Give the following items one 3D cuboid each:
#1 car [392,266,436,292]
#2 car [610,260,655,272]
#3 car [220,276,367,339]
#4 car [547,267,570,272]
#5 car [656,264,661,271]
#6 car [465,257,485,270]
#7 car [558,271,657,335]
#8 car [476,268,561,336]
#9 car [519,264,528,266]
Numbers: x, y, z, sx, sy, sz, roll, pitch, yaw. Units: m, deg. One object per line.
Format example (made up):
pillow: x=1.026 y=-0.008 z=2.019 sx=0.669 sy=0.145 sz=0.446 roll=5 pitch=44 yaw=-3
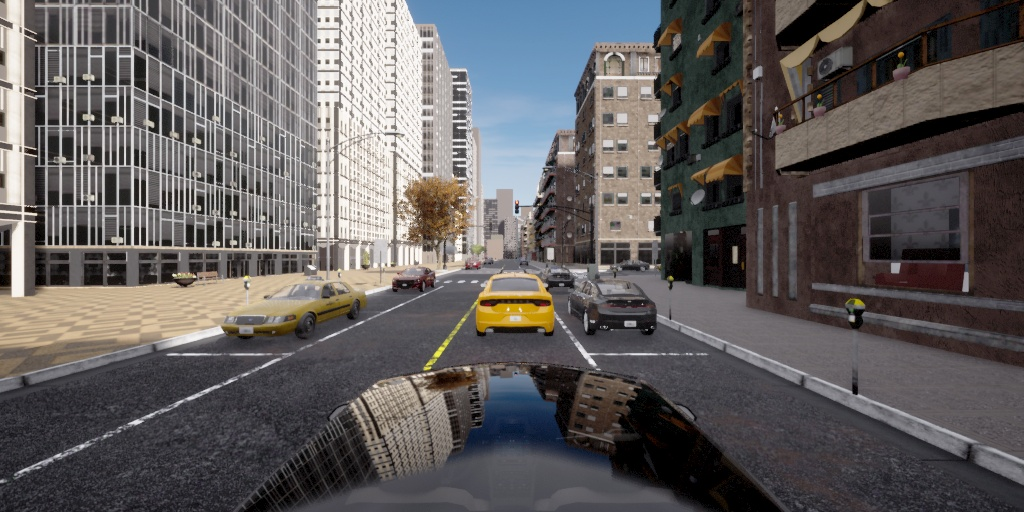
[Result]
car: x=-5.730 y=1.299 z=21.341 sx=1.888 sy=1.381 sz=4.507 roll=0 pitch=0 yaw=0
car: x=13.358 y=1.109 z=40.794 sx=4.403 sy=1.370 sz=2.007 roll=0 pitch=0 yaw=-1
car: x=-5.708 y=1.276 z=10.105 sx=1.751 sy=1.417 sz=4.829 roll=0 pitch=0 yaw=0
car: x=2.650 y=1.305 z=21.357 sx=2.007 sy=1.370 sz=4.403 roll=0 pitch=0 yaw=0
car: x=18.755 y=1.006 z=40.859 sx=4.829 sy=1.417 sz=1.751 roll=0 pitch=0 yaw=-1
car: x=-5.793 y=1.098 z=53.728 sx=2.192 sy=1.841 sz=5.009 roll=0 pitch=0 yaw=0
car: x=2.672 y=1.301 z=10.291 sx=2.007 sy=1.370 sz=4.403 roll=0 pitch=0 yaw=0
car: x=0.072 y=1.228 z=10.385 sx=1.882 sy=1.535 sz=5.008 roll=0 pitch=0 yaw=0
car: x=0.063 y=1.355 z=20.664 sx=1.895 sy=1.301 sz=4.718 roll=0 pitch=0 yaw=0
